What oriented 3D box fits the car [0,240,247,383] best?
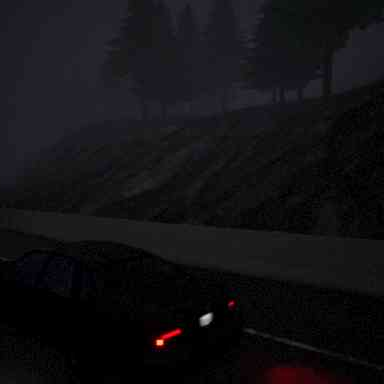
[{"bbox_3d":[-1.819,1.539,5.437,5.357,1.411,2.033,0,0,37],"label":"car"}]
